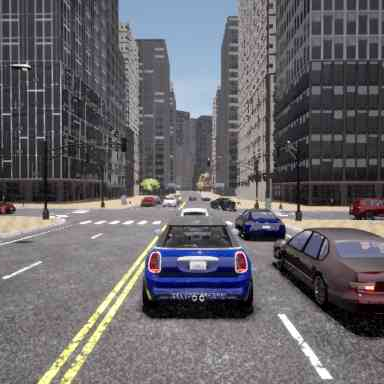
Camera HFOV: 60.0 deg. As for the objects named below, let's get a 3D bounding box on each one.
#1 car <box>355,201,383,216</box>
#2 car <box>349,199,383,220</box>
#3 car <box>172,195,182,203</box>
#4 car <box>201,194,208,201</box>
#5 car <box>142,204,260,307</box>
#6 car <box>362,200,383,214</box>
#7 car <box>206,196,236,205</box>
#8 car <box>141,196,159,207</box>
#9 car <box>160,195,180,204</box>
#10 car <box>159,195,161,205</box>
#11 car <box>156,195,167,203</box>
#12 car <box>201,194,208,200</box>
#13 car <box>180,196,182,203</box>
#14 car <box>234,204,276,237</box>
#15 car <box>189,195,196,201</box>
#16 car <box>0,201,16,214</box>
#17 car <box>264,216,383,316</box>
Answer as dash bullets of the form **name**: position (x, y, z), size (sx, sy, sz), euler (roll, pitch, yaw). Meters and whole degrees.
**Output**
- **car**: position (20.147, 1.691, 34.492), size (5.357, 1.411, 2.033), euler (1, 1, 1)
- **car**: position (16.249, 1.519, 28.779), size (5.009, 1.841, 2.192), euler (1, 0, 1)
- **car**: position (-3.135, 1.418, 69.683), size (1.882, 1.535, 5.008), euler (0, 0, 0)
- **car**: position (3.384, 1.513, 80.036), size (1.895, 1.301, 4.718), euler (0, 0, 0)
- **car**: position (0.113, 1.348, 8.131), size (2.097, 1.767, 4.553), euler (0, 0, 0)
- **car**: position (21.871, 1.642, 37.057), size (4.829, 1.417, 1.752), euler (1, 0, 1)
- **car**: position (3.752, 1.456, 40.986), size (1.837, 1.490, 4.892), euler (-2, 0, -18)
- **car**: position (-6.508, 1.442, 50.025), size (1.882, 1.535, 5.008), euler (0, 0, 0)
- **car**: position (-3.259, 1.490, 49.776), size (1.812, 1.442, 4.674), euler (0, 0, 0)
- **car**: position (-6.477, 1.500, 59.952), size (2.033, 1.411, 5.357), euler (0, 0, 0)
- **car**: position (-6.384, 1.417, 70.322), size (1.882, 1.535, 5.008), euler (0, 0, 0)
- **car**: position (3.400, 1.266, 90.008), size (1.812, 1.442, 4.674), euler (0, 0, 0)
- **car**: position (-3.228, 1.501, 59.467), size (2.033, 1.411, 5.357), euler (0, 0, 0)
- **car**: position (3.376, 1.555, 17.030), size (1.994, 1.385, 4.181), euler (0, 0, 0)
- **car**: position (0.132, 1.451, 79.797), size (2.128, 1.511, 4.902), euler (0, 0, 0)
- **car**: position (-19.340, 1.408, 32.013), size (4.181, 1.385, 1.994), euler (1, 1, 1)
- **car**: position (3.362, 1.544, 7.791), size (2.033, 1.411, 5.357), euler (0, 0, 0)
